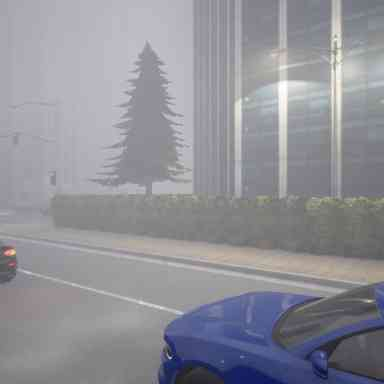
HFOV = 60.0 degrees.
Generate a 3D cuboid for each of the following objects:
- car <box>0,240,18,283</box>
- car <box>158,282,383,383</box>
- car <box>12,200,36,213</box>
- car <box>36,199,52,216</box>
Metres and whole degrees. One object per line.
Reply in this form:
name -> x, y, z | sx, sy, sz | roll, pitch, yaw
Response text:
car -> -6.170, 1.526, 8.350 | 4.674, 1.442, 1.812 | 0, 0, 36
car -> 1.957, 1.478, 2.597 | 5.008, 1.535, 1.882 | 0, 0, 36
car -> -17.186, 1.547, 37.439 | 2.033, 1.411, 5.357 | 0, 0, 36
car -> -12.299, 1.564, 32.092 | 1.994, 1.385, 4.181 | 0, 0, 37
